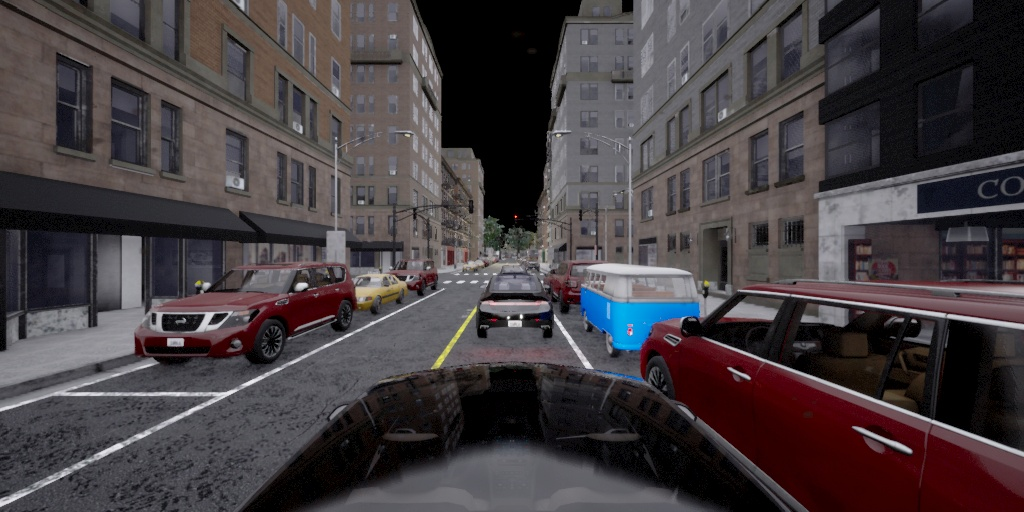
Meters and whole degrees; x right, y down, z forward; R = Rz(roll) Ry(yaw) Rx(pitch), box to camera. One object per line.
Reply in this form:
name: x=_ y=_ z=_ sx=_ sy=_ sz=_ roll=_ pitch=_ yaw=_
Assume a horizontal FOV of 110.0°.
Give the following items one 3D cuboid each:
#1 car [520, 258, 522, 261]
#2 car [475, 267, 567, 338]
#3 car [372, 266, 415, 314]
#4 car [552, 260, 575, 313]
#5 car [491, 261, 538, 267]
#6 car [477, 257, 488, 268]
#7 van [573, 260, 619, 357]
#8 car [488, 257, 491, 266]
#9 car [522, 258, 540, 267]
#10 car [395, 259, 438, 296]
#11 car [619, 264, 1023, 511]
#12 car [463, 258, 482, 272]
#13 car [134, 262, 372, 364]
car: x=2.704 y=1.294 z=57.579 sx=2.007 sy=1.370 sz=4.403 roll=0 pitch=0 yaw=0
car: x=0.083 y=1.241 z=10.124 sx=2.128 sy=1.511 sz=4.902 roll=0 pitch=0 yaw=0
car: x=-5.386 y=1.274 z=13.768 sx=1.751 sy=1.417 sz=4.829 roll=0 pitch=0 yaw=0
car: x=2.652 y=1.063 z=13.928 sx=2.192 sy=1.841 sz=5.009 roll=0 pitch=0 yaw=0
car: x=0.091 y=1.239 z=20.175 sx=2.128 sy=1.511 sz=4.902 roll=0 pitch=0 yaw=-1
car: x=-5.346 y=1.269 z=57.418 sx=1.751 sy=1.417 sz=4.829 roll=0 pitch=0 yaw=0
van: x=2.645 y=1.090 z=8.249 sx=1.690 sy=1.789 sz=3.998 roll=0 pitch=0 yaw=0
car: x=-5.337 y=1.058 z=63.070 sx=2.192 sy=1.841 sz=5.009 roll=0 pitch=0 yaw=0
car: x=2.691 y=1.294 z=46.615 sx=2.007 sy=1.370 sz=4.403 roll=0 pitch=0 yaw=0
car: x=-5.380 y=1.062 z=19.617 sx=2.192 sy=1.841 sz=5.009 roll=0 pitch=0 yaw=0
car: x=2.638 y=1.065 z=2.570 sx=2.192 sy=1.841 sz=5.009 roll=0 pitch=0 yaw=0
car: x=-5.363 y=1.269 z=46.455 sx=1.751 sy=1.417 sz=4.829 roll=0 pitch=0 yaw=0
car: x=-5.391 y=1.064 z=8.261 sx=2.192 sy=1.841 sz=5.009 roll=0 pitch=0 yaw=0
